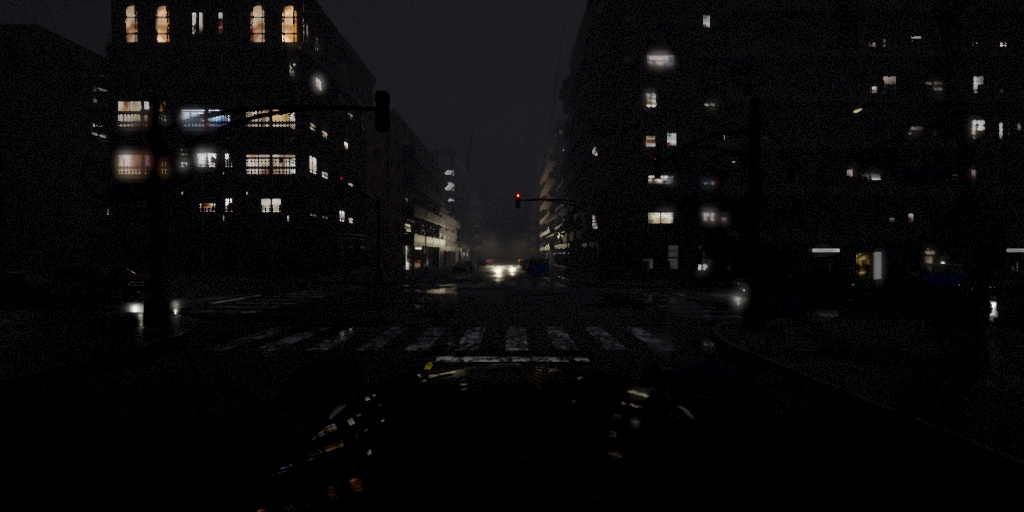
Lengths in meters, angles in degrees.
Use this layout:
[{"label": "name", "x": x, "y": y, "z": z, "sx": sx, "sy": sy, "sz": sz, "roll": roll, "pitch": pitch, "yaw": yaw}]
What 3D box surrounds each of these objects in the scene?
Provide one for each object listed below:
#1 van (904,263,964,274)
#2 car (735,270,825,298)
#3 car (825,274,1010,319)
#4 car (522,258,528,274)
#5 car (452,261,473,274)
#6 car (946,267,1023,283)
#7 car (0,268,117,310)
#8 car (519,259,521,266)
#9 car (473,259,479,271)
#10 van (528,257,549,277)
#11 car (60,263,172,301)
[{"label": "van", "x": 26.071, "y": 1.340, "z": 21.563, "sx": 3.998, "sy": 1.789, "sz": 1.690, "roll": 0, "pitch": 0, "yaw": 0}, {"label": "car", "x": 14.956, "y": 1.451, "z": 18.993, "sx": 5.357, "sy": 1.411, "sz": 2.033, "roll": 1, "pitch": 1, "yaw": 0}, {"label": "car", "x": 14.697, "y": 1.496, "z": 13.200, "sx": 4.507, "sy": 1.381, "sz": 1.888, "roll": 0, "pitch": 0, "yaw": 0}, {"label": "car", "x": 2.680, "y": 1.085, "z": 41.457, "sx": 2.192, "sy": 1.841, "sz": 5.009, "roll": 0, "pitch": 0, "yaw": 0}, {"label": "car", "x": -5.887, "y": 1.353, "z": 41.497, "sx": 1.802, "sy": 1.307, "sz": 4.207, "roll": 0, "pitch": 0, "yaw": 0}, {"label": "car", "x": 26.664, "y": 1.534, "z": 18.986, "sx": 4.892, "sy": 1.490, "sz": 1.837, "roll": 1, "pitch": 1, "yaw": 0}, {"label": "car", "x": -17.756, "y": 1.213, "z": 13.219, "sx": 4.207, "sy": 1.307, "sz": 1.802, "roll": 0, "pitch": 0, "yaw": 0}, {"label": "car", "x": 2.617, "y": 1.244, "z": 58.018, "sx": 1.967, "sy": 1.591, "sz": 4.097, "roll": 0, "pitch": 0, "yaw": 0}, {"label": "car", "x": -5.894, "y": 1.346, "z": 47.018, "sx": 1.948, "sy": 1.339, "sz": 4.313, "roll": 0, "pitch": 0, "yaw": 0}, {"label": "van", "x": 2.775, "y": 1.104, "z": 35.961, "sx": 1.690, "sy": 1.789, "sz": 3.998, "roll": 0, "pitch": 0, "yaw": 0}, {"label": "car", "x": -18.007, "y": 1.084, "z": 15.801, "sx": 5.008, "sy": 1.535, "sz": 1.882, "roll": 1, "pitch": 1, "yaw": 0}]
